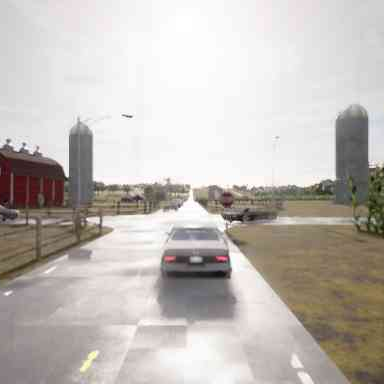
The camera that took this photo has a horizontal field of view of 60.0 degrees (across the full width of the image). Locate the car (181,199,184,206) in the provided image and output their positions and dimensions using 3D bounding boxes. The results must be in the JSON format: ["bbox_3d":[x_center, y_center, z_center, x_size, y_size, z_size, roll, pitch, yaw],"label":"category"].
[{"bbox_3d":[-2.847,1.954,56.555,1.882,1.535,5.008,0,0,0],"label":"car"}]

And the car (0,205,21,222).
[{"bbox_3d":[-16.923,1.689,27.845,4.892,1.490,1.837,0,1,0],"label":"car"}]

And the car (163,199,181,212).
[{"bbox_3d":[-2.859,1.948,45.027,1.895,1.301,4.718,0,-1,0],"label":"car"}]

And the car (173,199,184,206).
[{"bbox_3d":[-2.776,2.219,71.058,2.128,1.511,4.902,0,-1,0],"label":"car"}]

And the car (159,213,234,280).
[{"bbox_3d":[0.097,1.583,10.020,2.033,1.411,5.357,0,0,0],"label":"car"}]

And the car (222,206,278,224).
[{"bbox_3d":[4.749,1.822,26.943,4.718,1.301,1.895,0,0,-34],"label":"car"}]
